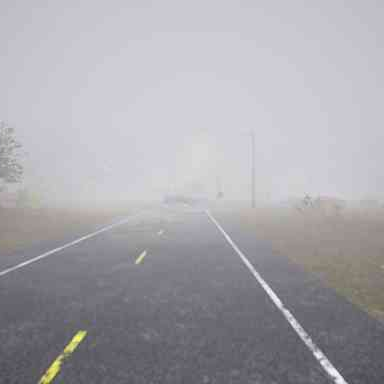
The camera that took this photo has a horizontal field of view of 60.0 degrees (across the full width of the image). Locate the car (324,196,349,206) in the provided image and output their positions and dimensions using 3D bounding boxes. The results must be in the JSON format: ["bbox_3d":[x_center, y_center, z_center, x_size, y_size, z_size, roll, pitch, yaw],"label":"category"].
[{"bbox_3d":[22.734,1.432,53.592,4.553,1.767,2.097,0,0,-2],"label":"car"}]

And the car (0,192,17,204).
[{"bbox_3d":[-33.638,1.078,59.041,5.566,2.045,2.150,0,0,-2],"label":"car"}]

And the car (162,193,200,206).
[{"bbox_3d":[-1.933,1.213,52.928,5.566,2.045,2.150,0,0,-1],"label":"car"}]

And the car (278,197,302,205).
[{"bbox_3d":[18.186,1.575,60.475,4.902,1.511,2.128,-1,0,-2],"label":"car"}]

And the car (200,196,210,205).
[{"bbox_3d":[0.780,1.473,59.996,5.008,1.535,1.882,0,0,-1],"label":"car"}]

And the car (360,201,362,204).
[{"bbox_3d":[31.483,1.449,60.860,4.553,1.767,2.097,0,0,-2],"label":"car"}]
